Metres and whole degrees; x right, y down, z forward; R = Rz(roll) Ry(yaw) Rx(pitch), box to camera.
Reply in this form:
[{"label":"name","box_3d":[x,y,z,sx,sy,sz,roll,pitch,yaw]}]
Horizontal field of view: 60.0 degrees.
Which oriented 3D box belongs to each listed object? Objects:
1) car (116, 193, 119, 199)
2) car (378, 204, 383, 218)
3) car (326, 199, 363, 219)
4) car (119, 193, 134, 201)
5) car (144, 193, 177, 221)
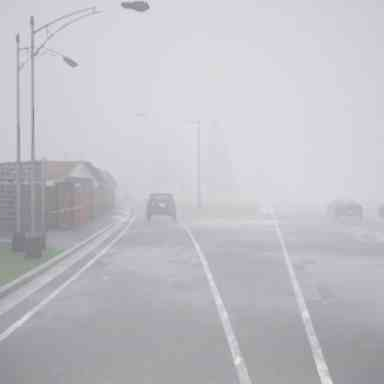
[{"label":"car","box_3d":[-17.624,0.878,81.925,1.812,1.442,4.674,0,0,-24]},{"label":"car","box_3d":[15.059,1.292,24.087,2.128,1.511,4.902,0,0,12]},{"label":"car","box_3d":[11.990,1.272,26.436,1.882,1.535,5.008,0,0,12]},{"label":"car","box_3d":[-13.977,1.089,72.480,2.128,1.511,4.902,0,0,-21]},{"label":"car","box_3d":[-2.479,1.061,25.914,2.150,2.045,5.566,0,0,-9]}]
